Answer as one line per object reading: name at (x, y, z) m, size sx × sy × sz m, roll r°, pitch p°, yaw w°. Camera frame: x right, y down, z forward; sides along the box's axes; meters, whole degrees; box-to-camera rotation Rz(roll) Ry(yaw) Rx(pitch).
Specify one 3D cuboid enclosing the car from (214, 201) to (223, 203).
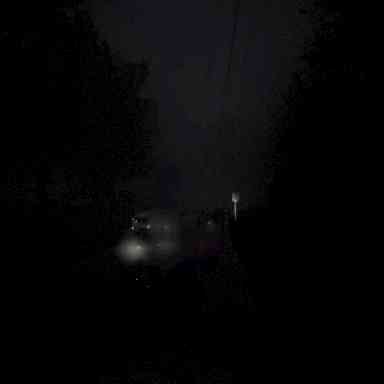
car at (4.677, 2.437, 60.184) m, size 1.837 × 1.490 × 4.892 m, roll 1°, pitch 0°, yaw 14°

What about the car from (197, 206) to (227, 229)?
car at (1.483, 1.952, 24.796) m, size 1.895 × 1.301 × 4.718 m, roll 0°, pitch -1°, yaw 6°

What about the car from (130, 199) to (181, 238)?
car at (-1.956, 1.457, 19.604) m, size 2.150 × 2.045 × 5.566 m, roll 0°, pitch -1°, yaw 5°

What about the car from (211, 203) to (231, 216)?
car at (3.917, 2.369, 42.363) m, size 1.895 × 1.301 × 4.718 m, roll 0°, pitch -1°, yaw 10°
